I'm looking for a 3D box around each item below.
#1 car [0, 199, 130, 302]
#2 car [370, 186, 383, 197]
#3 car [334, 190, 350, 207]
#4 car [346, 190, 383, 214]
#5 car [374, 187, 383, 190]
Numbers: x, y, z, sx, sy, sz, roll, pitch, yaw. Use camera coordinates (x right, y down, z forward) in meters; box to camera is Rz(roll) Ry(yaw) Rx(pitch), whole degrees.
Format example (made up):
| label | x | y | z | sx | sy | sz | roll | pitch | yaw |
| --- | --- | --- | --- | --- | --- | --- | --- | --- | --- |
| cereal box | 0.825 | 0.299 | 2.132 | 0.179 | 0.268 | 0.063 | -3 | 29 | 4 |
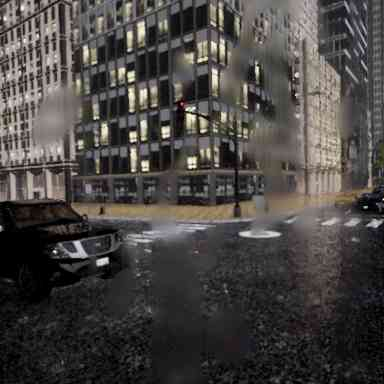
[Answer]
| label | x | y | z | sx | sy | sz | roll | pitch | yaw |
| --- | --- | --- | --- | --- | --- | --- | --- | --- | --- |
| car | -4.108 | 1.210 | 8.379 | 5.566 | 2.045 | 2.150 | -4 | 0 | 35 |
| car | 27.471 | -0.092 | 48.563 | 1.947 | 1.339 | 4.313 | -1 | 1 | 36 |
| car | 14.163 | 0.562 | 30.156 | 1.752 | 1.417 | 4.829 | -1 | 1 | 36 |
| car | 12.807 | 0.768 | 23.857 | 1.994 | 1.385 | 4.181 | 0 | 2 | 37 |
| car | 20.346 | 0.360 | 34.261 | 2.033 | 1.411 | 5.357 | 0 | 2 | 36 |
